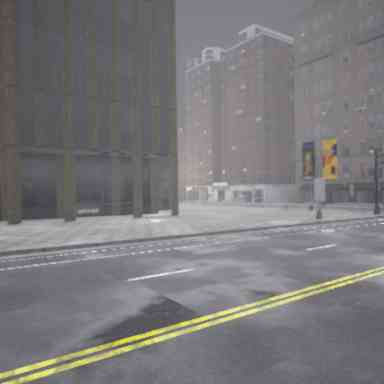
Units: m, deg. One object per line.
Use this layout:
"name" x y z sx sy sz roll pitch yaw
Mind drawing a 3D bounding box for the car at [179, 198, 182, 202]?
"car" -4.145 1.362 68.356 2.033 1.411 5.357 -1 1 -35
